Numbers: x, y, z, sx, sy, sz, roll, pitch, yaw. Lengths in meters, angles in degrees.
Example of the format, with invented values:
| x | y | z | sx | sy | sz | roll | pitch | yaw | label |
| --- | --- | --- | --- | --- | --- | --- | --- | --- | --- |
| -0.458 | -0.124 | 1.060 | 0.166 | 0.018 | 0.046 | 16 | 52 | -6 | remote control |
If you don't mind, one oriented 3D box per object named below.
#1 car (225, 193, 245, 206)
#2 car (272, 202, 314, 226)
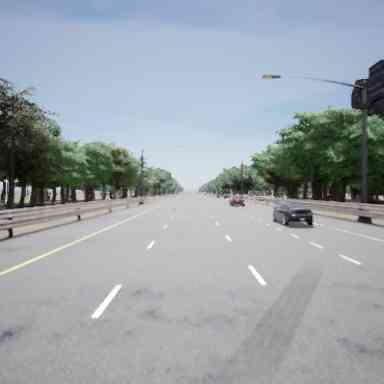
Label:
| x | y | z | sx | sy | sz | roll | pitch | yaw | label |
| --- | --- | --- | --- | --- | --- | --- | --- | --- | --- |
| 7.087 | 1.353 | 53.816 | 2.097 | 1.767 | 4.553 | 0 | 0 | 0 | car |
| 7.028 | 1.508 | 23.536 | 1.837 | 1.490 | 4.892 | 0 | 0 | 0 | car |
